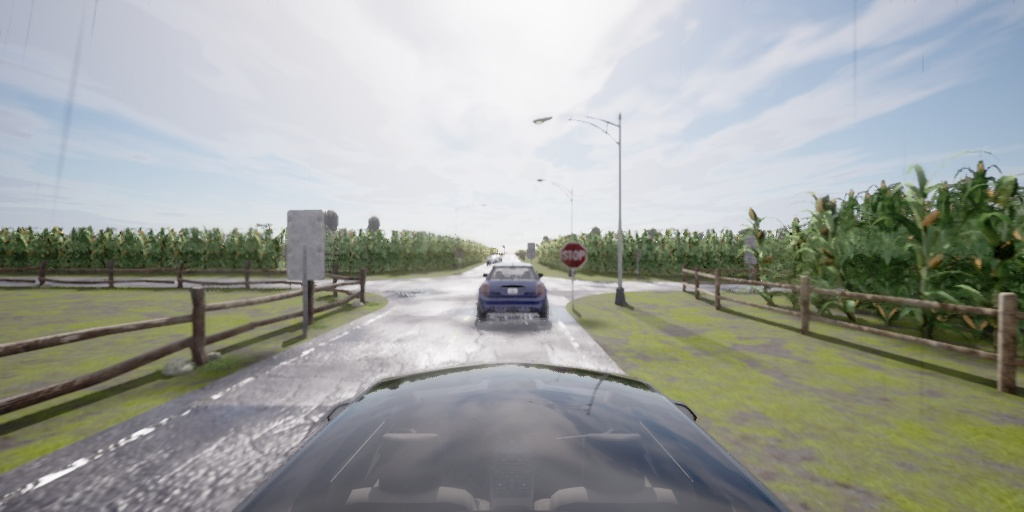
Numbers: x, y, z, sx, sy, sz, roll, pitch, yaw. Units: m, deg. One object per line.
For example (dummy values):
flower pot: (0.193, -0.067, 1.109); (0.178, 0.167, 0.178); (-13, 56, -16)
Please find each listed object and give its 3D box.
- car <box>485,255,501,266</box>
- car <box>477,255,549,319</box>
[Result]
car: (-2.835, 0.652, 53.695); (2.128, 1.511, 4.902); (0, 1, 0)
car: (0.042, 0.986, 12.318); (2.097, 1.767, 4.553); (0, 1, 1)
